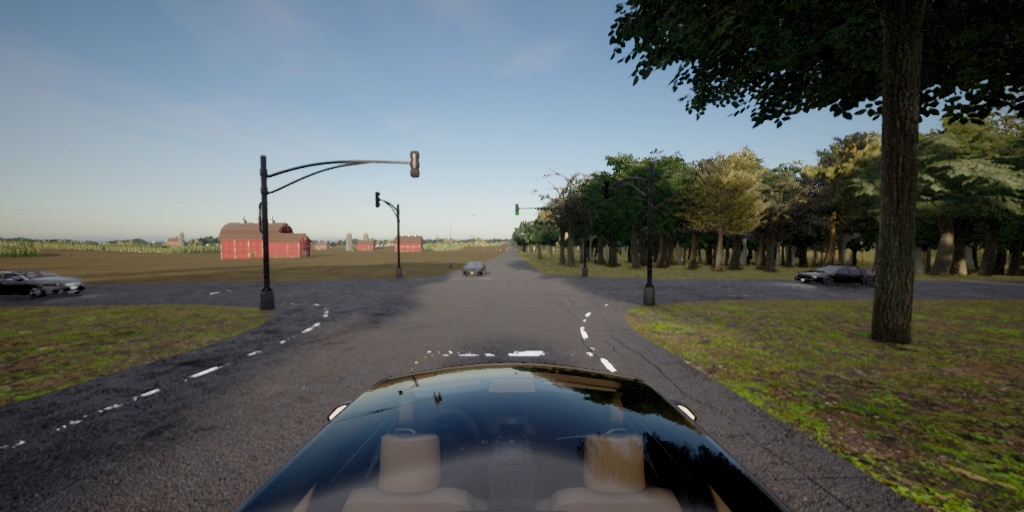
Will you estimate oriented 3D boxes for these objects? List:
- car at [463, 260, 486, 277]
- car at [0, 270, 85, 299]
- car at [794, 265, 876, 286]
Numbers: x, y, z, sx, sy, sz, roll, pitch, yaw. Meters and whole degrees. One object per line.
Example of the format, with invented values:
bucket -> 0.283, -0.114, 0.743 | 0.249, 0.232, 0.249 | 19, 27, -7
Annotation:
car -> -3.502, 1.176, 34.118 | 1.882, 1.535, 5.008 | 0, 1, 0
car -> -26.978, 1.541, 19.987 | 4.902, 1.511, 2.128 | -1, 2, -2
car -> 23.868, 1.384, 26.285 | 5.357, 1.411, 2.033 | 0, 2, -3
